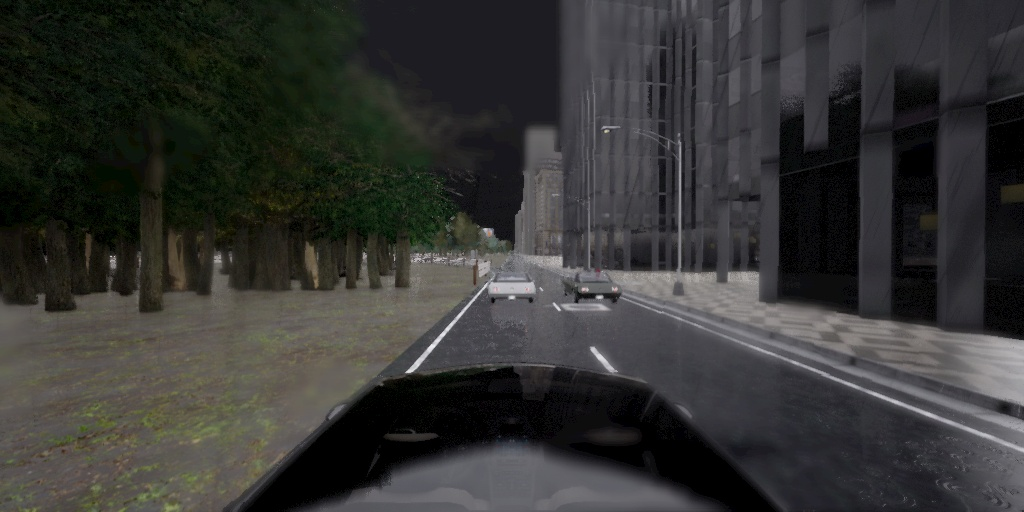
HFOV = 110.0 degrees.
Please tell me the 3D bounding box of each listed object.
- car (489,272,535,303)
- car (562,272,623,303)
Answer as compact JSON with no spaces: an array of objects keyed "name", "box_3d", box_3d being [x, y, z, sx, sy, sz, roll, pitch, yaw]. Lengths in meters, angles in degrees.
[{"name":"car","box_3d":[0.000,1.361,16.532,1.895,1.301,4.718,0,0,0]},{"name":"car","box_3d":[3.500,1.361,16.532,1.895,1.301,4.718,0,0,0]}]
